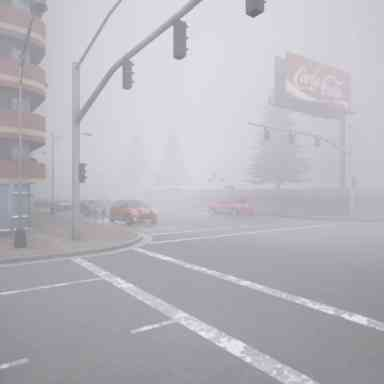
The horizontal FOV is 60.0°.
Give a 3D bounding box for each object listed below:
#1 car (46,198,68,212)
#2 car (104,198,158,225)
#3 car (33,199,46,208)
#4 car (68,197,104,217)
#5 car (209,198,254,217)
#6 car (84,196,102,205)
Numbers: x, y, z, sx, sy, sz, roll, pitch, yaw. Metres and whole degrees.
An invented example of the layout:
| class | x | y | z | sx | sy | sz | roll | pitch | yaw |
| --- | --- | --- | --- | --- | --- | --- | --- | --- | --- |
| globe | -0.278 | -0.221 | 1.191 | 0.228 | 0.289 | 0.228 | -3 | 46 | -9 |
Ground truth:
| class | x | y | z | sx | sy | sz | roll | pitch | yaw |
| --- | --- | --- | --- | --- | --- | --- | --- | --- | --- |
| car | -15.278 | 1.474 | 39.136 | 1.882 | 1.535 | 5.008 | 0 | 0 | -36 |
| car | -4.274 | 1.349 | 23.925 | 2.097 | 1.767 | 4.553 | 0 | 0 | -36 |
| car | -21.215 | 1.597 | 47.397 | 1.895 | 1.301 | 4.718 | 0 | 0 | -35 |
| car | -9.610 | 1.488 | 31.292 | 2.128 | 1.511 | 4.902 | 0 | 0 | -36 |
| car | 3.634 | 1.345 | 31.222 | 2.097 | 1.767 | 4.553 | 0 | 0 | -36 |
| car | -18.338 | 1.519 | 61.583 | 1.812 | 1.442 | 4.674 | 0 | 0 | -36 |
